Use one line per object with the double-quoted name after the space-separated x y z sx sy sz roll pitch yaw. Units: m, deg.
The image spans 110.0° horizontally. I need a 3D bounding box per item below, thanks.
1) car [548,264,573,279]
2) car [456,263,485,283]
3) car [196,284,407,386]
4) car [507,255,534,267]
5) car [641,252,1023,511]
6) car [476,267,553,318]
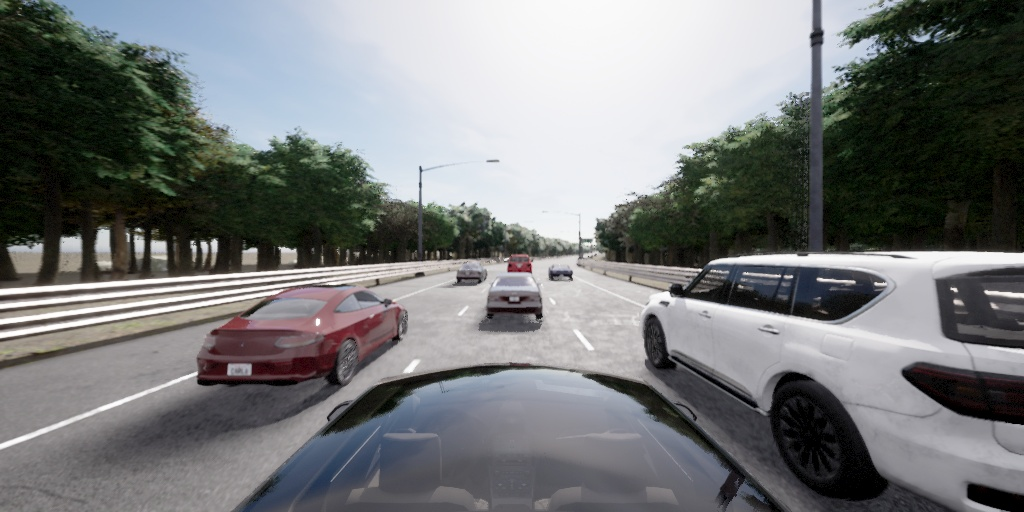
4.224 1.336 31.796 1.895 1.301 4.718 0 0 3 "car"
-2.989 1.263 27.432 2.033 1.411 5.357 0 0 2 "car"
-3.427 1.262 6.804 1.812 1.442 4.674 0 0 0 "car"
0.749 0.942 32.337 2.150 2.045 5.566 0 0 3 "car"
3.580 0.984 4.615 2.150 2.045 5.566 0 0 0 "car"
0.107 1.293 12.929 2.033 1.411 5.357 0 0 1 "car"
